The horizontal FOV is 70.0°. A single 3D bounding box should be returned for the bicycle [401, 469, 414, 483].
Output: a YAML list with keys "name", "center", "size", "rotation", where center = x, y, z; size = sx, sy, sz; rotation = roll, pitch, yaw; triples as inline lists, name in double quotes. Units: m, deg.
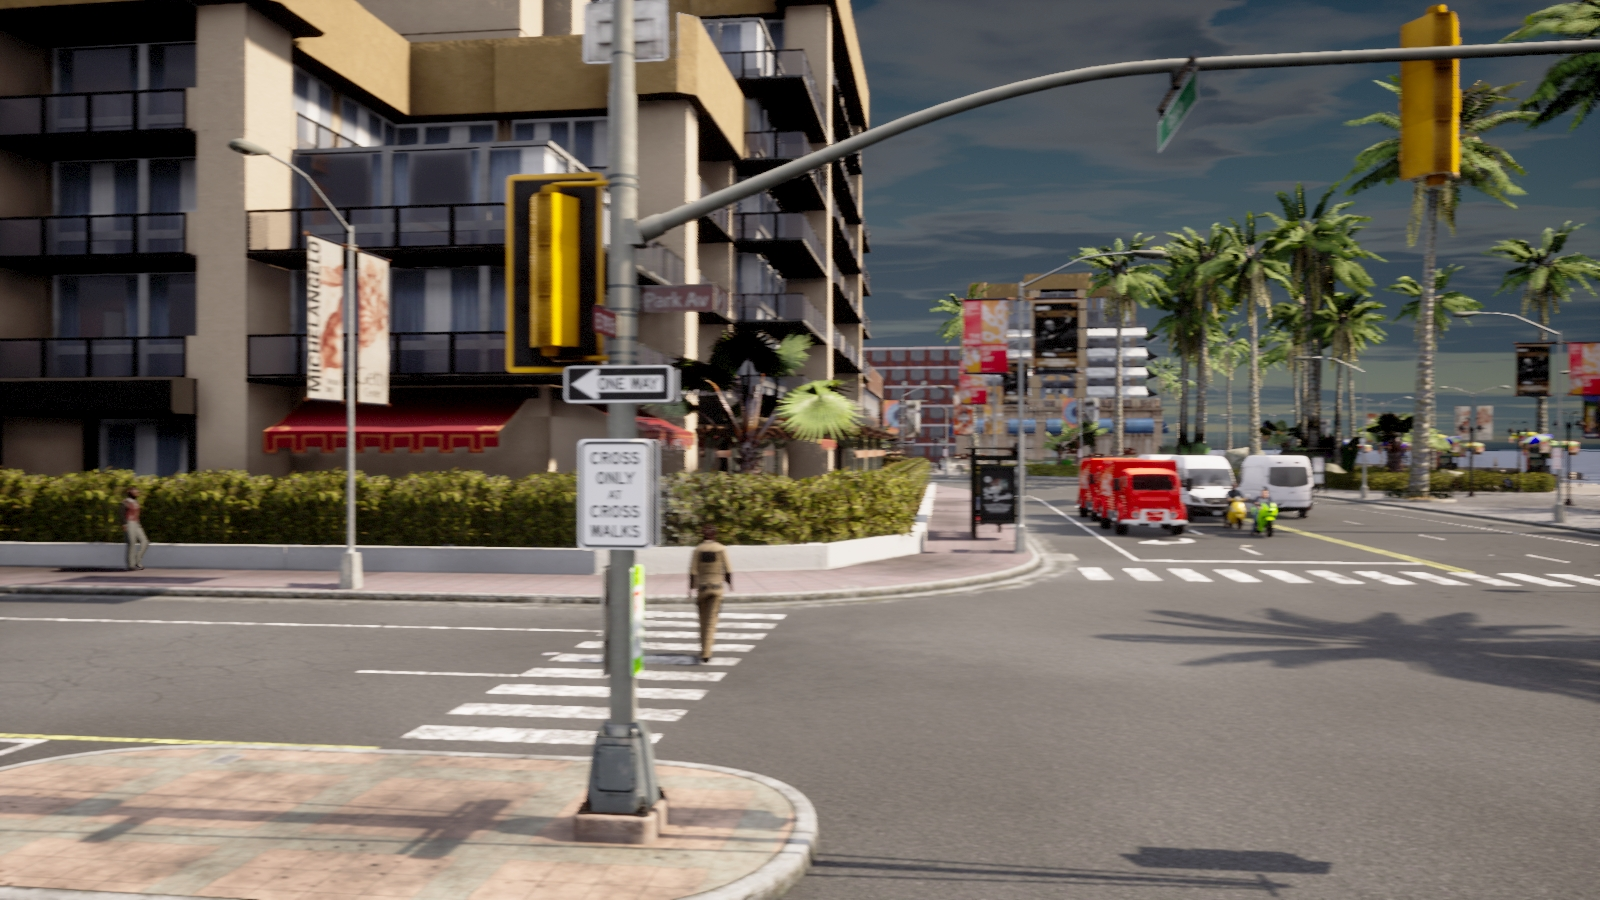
- name: "bicycle"
  center: [-32.859, 2.184, 95.694]
  size: [0.329, 1.171, 1.835]
  rotation: [0, 0, 6]

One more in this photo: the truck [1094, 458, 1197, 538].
- name: "truck"
  center: [11.734, 1.552, 39.208]
  size: [2.627, 2.467, 5.204]
  rotation: [0, 0, 8]

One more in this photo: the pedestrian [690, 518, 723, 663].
- name: "pedestrian"
  center: [-1.229, 1.844, 15.056]
  size: [0.375, 1.860, 0.375]
  rotation: [0, 0, 3]

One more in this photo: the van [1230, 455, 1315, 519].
- name: "van"
  center: [20.182, 1.516, 49.069]
  size: [1.988, 2.561, 5.915]
  rotation: [0, 0, 8]

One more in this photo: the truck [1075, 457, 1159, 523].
- name: "truck"
  center: [12.683, 1.552, 46.081]
  size: [2.627, 2.467, 5.204]
  rotation: [0, 0, 8]

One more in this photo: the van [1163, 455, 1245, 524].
- name: "van"
  center: [16.259, 1.517, 46.280]
  size: [1.988, 2.561, 5.915]
  rotation: [0, 0, 8]

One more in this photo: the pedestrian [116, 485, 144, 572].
- name: "pedestrian"
  center: [-14.522, 1.690, 24.766]
  size: [0.375, 1.860, 0.375]
  rotation: [0, 0, 7]
